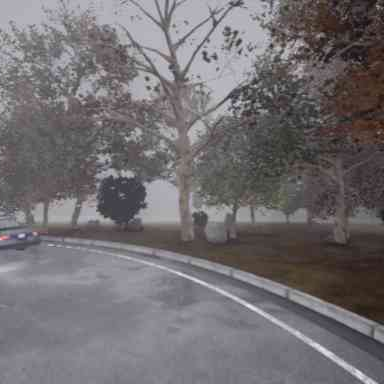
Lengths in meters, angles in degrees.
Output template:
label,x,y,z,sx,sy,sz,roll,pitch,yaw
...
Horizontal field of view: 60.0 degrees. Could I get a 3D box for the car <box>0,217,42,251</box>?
label,x,y,z,sx,sy,sz,roll,pitch,yaw
car,-8.530,1.717,13.407,5.357,1.411,2.033,-1,0,27
